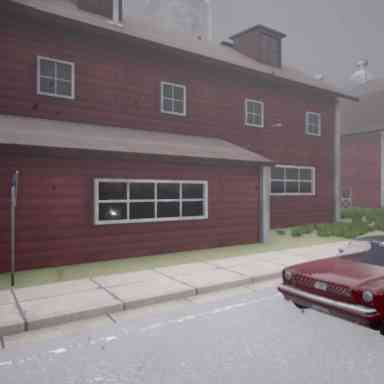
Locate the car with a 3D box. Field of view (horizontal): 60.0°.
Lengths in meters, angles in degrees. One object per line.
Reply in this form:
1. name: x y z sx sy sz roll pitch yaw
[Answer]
1. car: 3.912 1.600 6.627 4.718 1.301 1.895 0 0 -34
